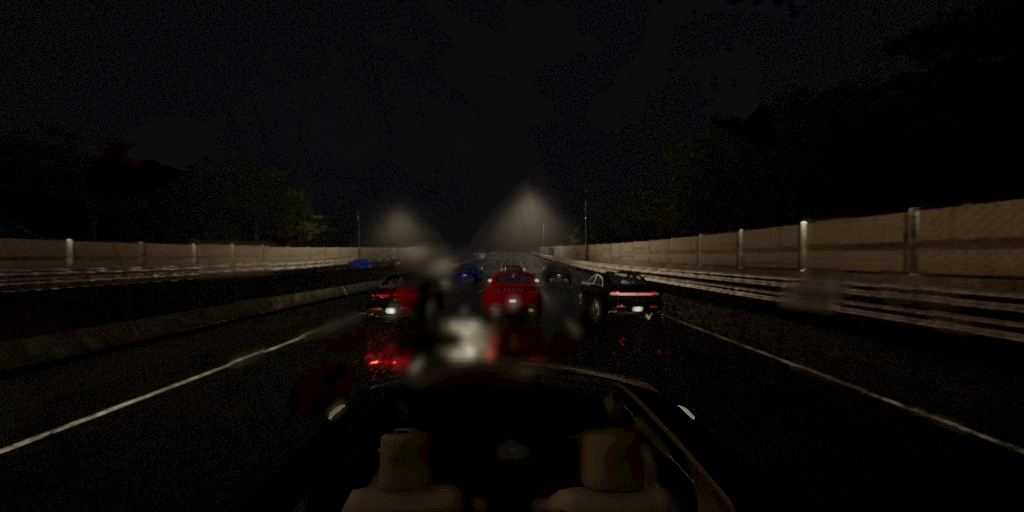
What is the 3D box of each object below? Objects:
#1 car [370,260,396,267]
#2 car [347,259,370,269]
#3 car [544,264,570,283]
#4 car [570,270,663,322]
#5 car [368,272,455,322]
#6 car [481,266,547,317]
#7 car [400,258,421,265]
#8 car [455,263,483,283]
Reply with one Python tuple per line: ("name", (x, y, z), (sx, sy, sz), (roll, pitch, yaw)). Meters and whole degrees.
("car", (-17.576, 1.252, 49.843), (1.994, 1.385, 4.181), (0, 1, 0))
("car", (-21.073, 1.166, 49.762), (1.882, 1.535, 5.008), (0, 1, 0))
("car", (3.575, 1.347, 29.058), (1.882, 1.535, 5.008), (0, 0, 0))
("car", (3.569, 1.300, 12.557), (2.128, 1.511, 4.902), (0, 0, 0))
("car", (-3.430, 1.315, 12.638), (1.837, 1.490, 4.892), (0, 0, 0))
("car", (0.074, 1.292, 13.543), (1.882, 1.535, 5.008), (0, -1, 0))
("car", (-14.076, 1.039, 49.909), (2.097, 1.767, 4.553), (0, 1, 0))
("car", (-3.425, 1.347, 29.072), (1.882, 1.535, 5.008), (0, 0, 0))
